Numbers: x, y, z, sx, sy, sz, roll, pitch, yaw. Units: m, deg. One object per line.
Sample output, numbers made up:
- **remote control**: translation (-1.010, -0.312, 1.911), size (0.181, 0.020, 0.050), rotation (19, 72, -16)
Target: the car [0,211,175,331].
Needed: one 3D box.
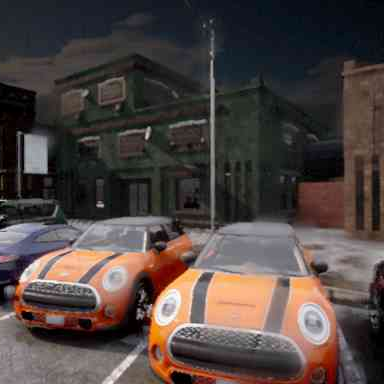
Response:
- **car**: translation (-1.449, 1.364, 7.180), size (2.185, 1.767, 4.553), rotation (1, -1, 16)

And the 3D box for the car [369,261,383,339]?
- **car**: translation (3.411, 1.515, 3.624), size (2.163, 1.488, 4.792), rotation (1, -1, 16)

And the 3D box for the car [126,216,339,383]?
- **car**: translation (0.990, 1.362, 5.432), size (2.185, 1.767, 4.553), rotation (1, -1, 16)

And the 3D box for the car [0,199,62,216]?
- **car**: translation (-6.329, 1.245, 10.628), size (2.435, 2.045, 5.566), rotation (1, -1, 16)
